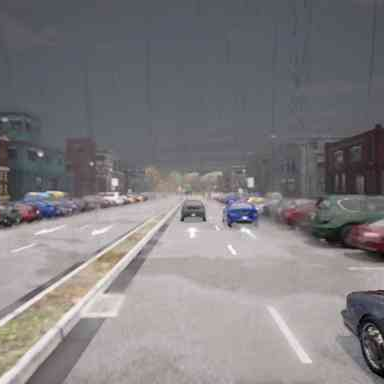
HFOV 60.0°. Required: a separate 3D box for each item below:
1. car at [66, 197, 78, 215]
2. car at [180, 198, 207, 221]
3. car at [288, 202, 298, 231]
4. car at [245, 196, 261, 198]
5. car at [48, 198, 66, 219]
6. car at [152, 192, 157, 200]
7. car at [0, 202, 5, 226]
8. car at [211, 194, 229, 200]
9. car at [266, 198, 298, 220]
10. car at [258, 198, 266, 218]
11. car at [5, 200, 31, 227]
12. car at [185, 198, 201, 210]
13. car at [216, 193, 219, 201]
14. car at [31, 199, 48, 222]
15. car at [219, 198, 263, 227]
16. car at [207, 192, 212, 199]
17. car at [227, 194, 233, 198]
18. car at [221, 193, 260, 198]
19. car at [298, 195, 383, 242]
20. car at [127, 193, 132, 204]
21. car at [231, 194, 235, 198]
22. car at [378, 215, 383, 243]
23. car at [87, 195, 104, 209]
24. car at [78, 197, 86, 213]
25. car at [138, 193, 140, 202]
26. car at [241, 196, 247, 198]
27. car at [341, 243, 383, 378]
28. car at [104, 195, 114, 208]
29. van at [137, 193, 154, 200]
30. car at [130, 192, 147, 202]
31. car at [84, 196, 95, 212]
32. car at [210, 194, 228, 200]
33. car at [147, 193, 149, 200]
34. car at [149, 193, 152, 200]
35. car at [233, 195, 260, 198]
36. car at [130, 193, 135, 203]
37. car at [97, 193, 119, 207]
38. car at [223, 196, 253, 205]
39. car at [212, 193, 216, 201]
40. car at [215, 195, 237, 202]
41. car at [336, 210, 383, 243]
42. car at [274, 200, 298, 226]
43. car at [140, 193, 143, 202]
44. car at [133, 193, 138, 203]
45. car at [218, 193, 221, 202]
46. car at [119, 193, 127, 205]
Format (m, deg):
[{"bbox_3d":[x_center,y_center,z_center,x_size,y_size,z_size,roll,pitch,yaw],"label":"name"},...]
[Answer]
[{"bbox_3d":[-12.732,1.370,28.223,4.892,1.521,2.231,0,0,0],"label":"car"},{"bbox_3d":[0.110,1.390,26.083,1.837,1.490,4.892,0,0,0],"label":"car"},{"bbox_3d":[7.617,1.426,16.514,4.792,1.488,2.163,0,0,0],"label":"car"},{"bbox_3d":[7.622,1.387,30.300,4.792,1.488,2.163,0,0,0],"label":"car"},{"bbox_3d":[-12.727,1.375,25.444,5.008,1.535,2.097,0,0,0],"label":"car"},{"bbox_3d":[-12.650,1.400,89.359,4.892,1.521,2.231,0,0,0],"label":"car"},{"bbox_3d":[-12.757,1.399,16.981,5.008,1.535,2.097,0,0,0],"label":"car"},{"bbox_3d":[7.602,1.309,90.844,4.553,1.767,2.185,0,0,0],"label":"car"},{"bbox_3d":[7.617,1.252,22.027,4.553,1.767,2.185,0,0,0],"label":"car"},{"bbox_3d":[7.679,1.399,24.784,4.792,1.488,2.163,0,0,0],"label":"car"},{"bbox_3d":[-12.739,1.392,19.761,4.892,1.521,2.231,0,0,0],"label":"car"},{"bbox_3d":[0.107,1.469,42.069,1.895,1.301,4.718,0,0,0],"label":"car"},{"bbox_3d":[7.579,1.270,66.147,4.553,1.767,2.185,0,0,0],"label":"car"},{"bbox_3d":[-12.768,1.412,22.539,4.792,1.488,2.163,0,0,0],"label":"car"},{"bbox_3d":[3.108,1.375,22.075,1.882,1.535,5.008,0,0,0],"label":"car"},{"bbox_3d":[7.604,1.183,88.209,5.566,2.045,2.435,0,0,0],"label":"car"},{"bbox_3d":[7.831,1.345,44.090,5.366,1.575,1.946,0,0,0],"label":"car"},{"bbox_3d":[7.608,1.102,49.603,5.566,2.045,2.435,0,0,0],"label":"car"},{"bbox_3d":[7.674,1.158,13.755,5.566,2.045,2.435,0,0,0],"label":"car"},{"bbox_3d":[-12.640,1.385,53.235,4.792,1.488,2.163,0,0,0],"label":"car"},{"bbox_3d":[7.679,1.377,41.332,4.792,1.488,2.163,0,0,0],"label":"car"},{"bbox_3d":[7.673,1.464,8.242,4.792,1.488,2.163,0,0,0],"label":"car"},{"bbox_3d":[-12.714,1.357,36.436,4.892,1.521,2.231,0,0,0],"label":"car"},{"bbox_3d":[-12.717,1.404,30.877,4.674,1.452,2.002,0,0,0],"label":"car"},{"bbox_3d":[-12.678,1.397,61.571,4.792,1.488,2.163,0,0,0],"label":"car"},{"bbox_3d":[7.623,1.383,33.055,4.792,1.488,2.163,0,0,0],"label":"car"},{"bbox_3d":[3.100,1.532,2.407,2.033,1.411,5.357,0,0,0],"label":"car"},{"bbox_3d":[-12.692,1.392,41.992,4.674,1.452,2.002,0,0,0],"label":"car"},{"bbox_3d":[-12.776,1.175,92.138,4.442,1.987,1.878,0,0,0],"label":"van"},{"bbox_3d":[-12.646,1.380,69.902,5.008,1.535,2.097,0,0,0],"label":"car"},{"bbox_3d":[-12.743,1.389,33.656,4.792,1.488,2.163,0,0,0],"label":"car"},{"bbox_3d":[7.562,1.435,93.601,5.008,1.535,2.097,0,0,0],"label":"car"},{"bbox_3d":[-12.637,1.384,72.681,4.892,1.521,2.231,0,0,0],"label":"car"},{"bbox_3d":[-12.617,1.136,75.461,5.566,2.045,2.435,0,0,0],"label":"car"},{"bbox_3d":[7.468,1.347,35.813,5.366,1.575,1.946,0,0,0],"label":"car"},{"bbox_3d":[-12.633,1.388,56.013,4.792,1.488,2.163,0,0,0],"label":"car"},{"bbox_3d":[-12.720,1.226,44.862,4.553,1.767,2.185,0,0,0],"label":"car"},{"bbox_3d":[7.631,1.404,55.117,4.674,1.452,2.002,0,0,0],"label":"car"},{"bbox_3d":[7.578,1.151,68.905,5.566,2.045,2.435,0,0,0],"label":"car"},{"bbox_3d":[7.568,1.446,74.421,4.792,1.488,2.163,0,0,0],"label":"car"},{"bbox_3d":[7.642,1.461,10.999,4.674,1.452,2.002,0,0,0],"label":"car"},{"bbox_3d":[7.642,1.386,19.270,5.008,1.535,2.097,0,0,0],"label":"car"},{"bbox_3d":[-12.649,1.371,64.226,5.008,1.535,2.097,0,0,0],"label":"car"},{"bbox_3d":[-12.841,1.360,58.793,5.366,1.575,1.946,0,0,0],"label":"car"},{"bbox_3d":[7.618,1.371,57.874,5.008,1.535,2.097,0,0,0],"label":"car"},{"bbox_3d":[-12.710,1.100,47.675,5.566,2.045,2.435,0,0,0],"label":"car"}]
